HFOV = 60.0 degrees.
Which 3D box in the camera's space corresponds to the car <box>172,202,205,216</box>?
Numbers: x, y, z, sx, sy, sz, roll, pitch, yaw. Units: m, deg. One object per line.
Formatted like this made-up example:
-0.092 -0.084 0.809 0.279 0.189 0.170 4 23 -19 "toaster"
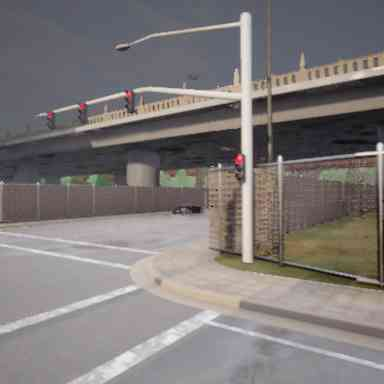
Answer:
-0.391 1.841 36.680 1.994 1.385 4.181 -1 0 35 "car"
